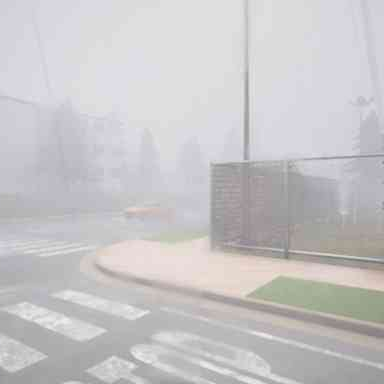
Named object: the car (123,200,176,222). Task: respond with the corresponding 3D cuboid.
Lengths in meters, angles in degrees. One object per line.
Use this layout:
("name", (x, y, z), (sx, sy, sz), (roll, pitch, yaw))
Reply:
("car", (-3.377, 1.466, 26.944), (1.882, 1.535, 5.008), (0, 0, 35))
